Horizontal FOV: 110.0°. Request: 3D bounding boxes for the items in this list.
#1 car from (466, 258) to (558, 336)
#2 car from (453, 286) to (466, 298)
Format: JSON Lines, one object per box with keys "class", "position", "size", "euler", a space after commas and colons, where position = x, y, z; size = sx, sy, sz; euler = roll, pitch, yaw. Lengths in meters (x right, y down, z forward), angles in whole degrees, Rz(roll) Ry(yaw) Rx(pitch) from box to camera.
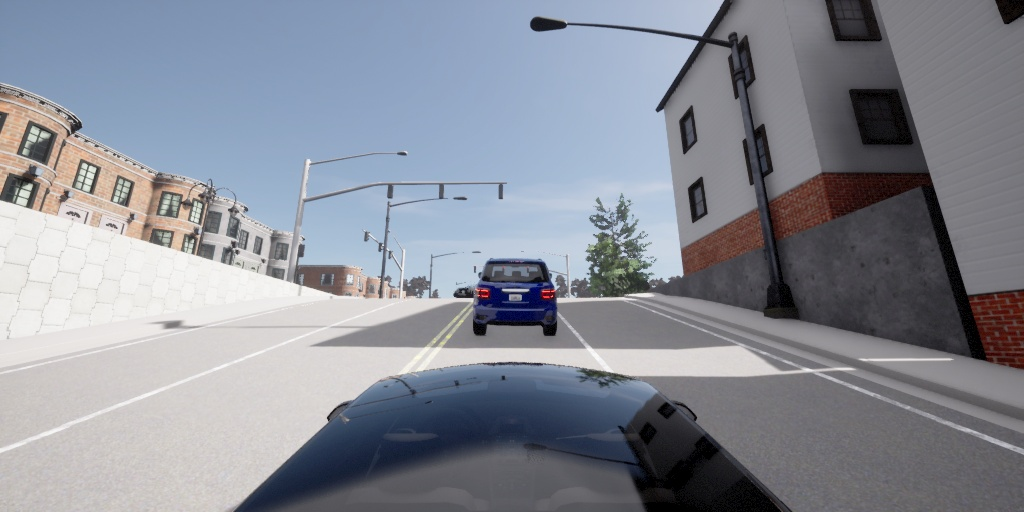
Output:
{"class": "car", "position": [0.093, 1.097, 11.036], "size": [2.150, 2.045, 5.566], "euler": [1, -1, 0]}
{"class": "car", "position": [-2.275, 2.566, 25.208], "size": [1.994, 1.385, 4.181], "euler": [-7, -15, 26]}
